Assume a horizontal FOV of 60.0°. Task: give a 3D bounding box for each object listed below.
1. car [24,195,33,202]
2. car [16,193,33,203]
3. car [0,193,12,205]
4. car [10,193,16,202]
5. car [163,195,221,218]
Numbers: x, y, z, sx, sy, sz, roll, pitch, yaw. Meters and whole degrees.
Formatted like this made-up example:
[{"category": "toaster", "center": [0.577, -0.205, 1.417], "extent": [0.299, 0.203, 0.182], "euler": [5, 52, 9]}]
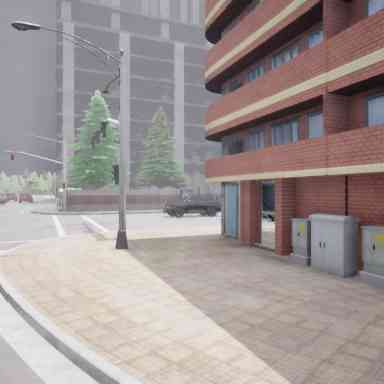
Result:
[{"category": "car", "center": [-38.892, 1.524, 79.102], "extent": [1.812, 1.442, 4.674], "euler": [0, 0, -23]}, {"category": "car", "center": [-34.743, 1.225, 69.363], "extent": [2.150, 2.045, 5.566], "euler": [0, 0, -23]}, {"category": "car", "center": [-34.353, 1.491, 59.774], "extent": [2.128, 1.511, 4.902], "euler": [0, 0, -23]}, {"category": "car", "center": [-42.170, 1.225, 77.866], "extent": [2.150, 2.045, 5.566], "euler": [0, 0, -23]}, {"category": "car", "center": [0.088, 1.277, 31.288], "extent": [5.566, 2.045, 2.150], "euler": [0, 0, -23]}]
